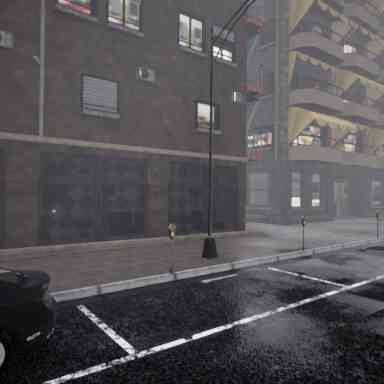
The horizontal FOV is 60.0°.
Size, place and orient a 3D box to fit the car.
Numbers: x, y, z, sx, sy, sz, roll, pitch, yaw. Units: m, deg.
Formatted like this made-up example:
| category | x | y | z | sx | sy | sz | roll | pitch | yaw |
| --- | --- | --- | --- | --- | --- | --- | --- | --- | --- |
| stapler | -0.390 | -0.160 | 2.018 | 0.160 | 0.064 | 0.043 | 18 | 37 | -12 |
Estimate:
| category | x | y | z | sx | sy | sz | roll | pitch | yaw |
| --- | --- | --- | --- | --- | --- | --- | --- | --- | --- |
| car | -3.889 | 1.551 | 3.730 | 4.403 | 1.369 | 2.008 | 0 | 1 | -36 |
